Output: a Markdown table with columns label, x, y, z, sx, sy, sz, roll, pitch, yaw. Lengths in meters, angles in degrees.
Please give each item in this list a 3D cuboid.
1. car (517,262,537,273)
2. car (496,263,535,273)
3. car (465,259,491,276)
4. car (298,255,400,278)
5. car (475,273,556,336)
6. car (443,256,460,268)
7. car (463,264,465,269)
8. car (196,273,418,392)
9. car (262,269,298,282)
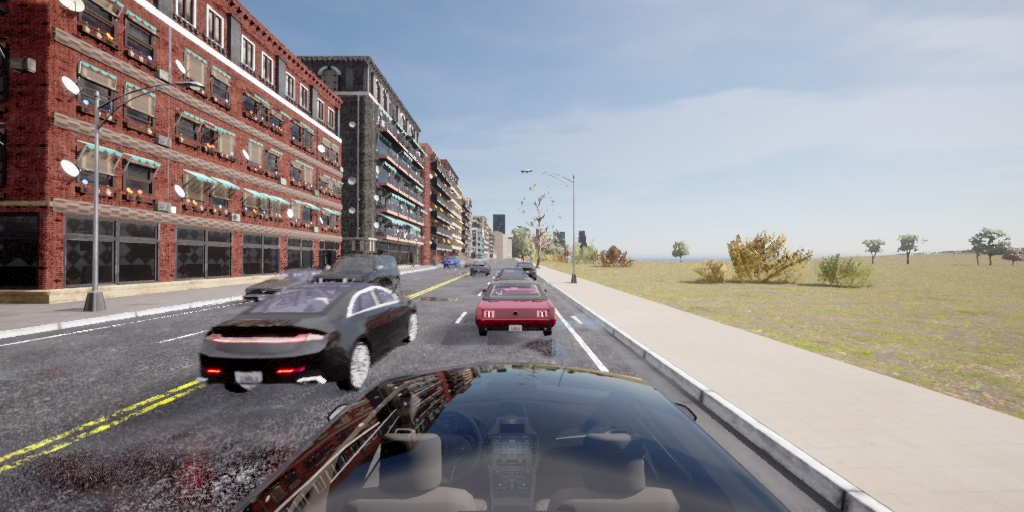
| label | x | y | z | sx | sy | sz | roll | pitch | yaw |
| --- | --- | --- | --- | --- | --- | --- | --- | --- | --- |
| car | 1.063 | 1.261 | 30.399 | 1.837 | 1.490 | 4.892 | 0 | 0 | 0 |
| car | 0.043 | 1.318 | 20.405 | 1.994 | 1.385 | 4.181 | 0 | 0 | 0 |
| car | -3.243 | 1.248 | 37.351 | 2.128 | 1.511 | 4.902 | 0 | 0 | 0 |
| car | -6.636 | 0.974 | 15.866 | 2.150 | 2.045 | 5.566 | 0 | 0 | 0 |
| car | 0.079 | 1.353 | 10.374 | 1.895 | 1.301 | 4.718 | 0 | 0 | 0 |
| car | -9.981 | 0.980 | 59.469 | 2.150 | 2.045 | 5.566 | 0 | 0 | 0 |
| car | -6.732 | 1.281 | 58.896 | 1.812 | 1.442 | 4.674 | 0 | 0 | 0 |
| car | -3.163 | 1.242 | 6.723 | 2.128 | 1.511 | 4.902 | 0 | 0 | 0 |
| car | -9.888 | 1.300 | 16.852 | 2.033 | 1.411 | 5.357 | 0 | 0 | 0 |
